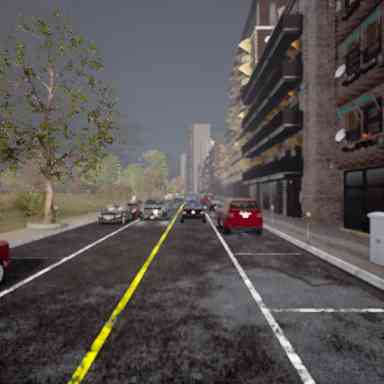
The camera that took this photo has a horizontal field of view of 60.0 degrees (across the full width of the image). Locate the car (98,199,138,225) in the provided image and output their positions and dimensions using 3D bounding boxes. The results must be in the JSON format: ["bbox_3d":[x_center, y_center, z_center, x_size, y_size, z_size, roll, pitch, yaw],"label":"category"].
[{"bbox_3d":[-5.318,1.462,23.320,2.008,1.369,4.403,1,0,0],"label":"car"}]

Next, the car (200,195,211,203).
[{"bbox_3d":[2.543,1.335,63.623,1.947,1.339,4.313,1,0,0],"label":"car"}]

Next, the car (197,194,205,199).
[{"bbox_3d":[2.529,1.248,91.927,1.947,1.339,4.313,1,0,0],"label":"car"}]

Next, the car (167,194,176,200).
[{"bbox_3d":[-5.348,1.251,85.513,2.008,1.369,4.403,1,0,0],"label":"car"}]

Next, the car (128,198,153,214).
[{"bbox_3d":[-5.324,1.415,34.628,1.887,1.381,4.507,1,0,0],"label":"car"}]

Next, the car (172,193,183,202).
[{"bbox_3d":[-2.786,1.382,67.032,1.895,1.301,4.718,0,0,0],"label":"car"}]

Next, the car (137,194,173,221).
[{"bbox_3d":[-2.861,1.252,26.265,2.097,1.767,4.553,0,0,0],"label":"car"}]

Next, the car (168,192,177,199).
[{"bbox_3d":[-5.348,0.999,91.166,2.192,1.841,5.009,1,0,0],"label":"car"}]

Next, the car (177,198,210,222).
[{"bbox_3d":[0.089,1.451,25.277,2.033,1.411,5.357,0,0,0],"label":"car"}]

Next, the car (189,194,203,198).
[{"bbox_3d":[0.080,1.371,41.504,1.812,1.442,4.674,0,0,0],"label":"car"}]

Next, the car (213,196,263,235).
[{"bbox_3d":[2.567,1.245,18.335,2.192,1.841,5.009,1,0,0],"label":"car"}]

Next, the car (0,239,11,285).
[{"bbox_3d":[-5.310,1.520,6.358,1.887,1.381,4.507,1,0,0],"label":"car"}]

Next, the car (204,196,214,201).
[{"bbox_3d":[2.556,1.434,35.318,1.947,1.339,4.313,1,0,0],"label":"car"}]

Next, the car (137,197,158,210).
[{"bbox_3d":[-5.326,1.401,40.282,2.008,1.369,4.403,1,0,0],"label":"car"}]

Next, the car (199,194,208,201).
[{"bbox_3d":[2.537,1.278,74.945,1.887,1.381,4.507,1,0,0],"label":"car"}]

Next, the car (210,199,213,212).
[{"bbox_3d":[2.562,1.454,23.996,1.887,1.381,4.507,1,0,0],"label":"car"}]

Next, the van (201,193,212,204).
[{"bbox_3d":[2.548,1.130,57.961,1.690,1.788,3.998,1,0,0],"label":"van"}]

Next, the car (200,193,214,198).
[{"bbox_3d":[2.551,1.123,52.300,2.192,1.841,5.009,1,0,0],"label":"car"}]

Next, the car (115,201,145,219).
[{"bbox_3d":[-5.321,1.472,28.974,1.802,1.307,4.206,1,0,0],"label":"car"}]

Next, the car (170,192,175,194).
[{"bbox_3d":[-5.345,1.243,79.689,1.752,1.417,4.829,1,0,0],"label":"car"}]
